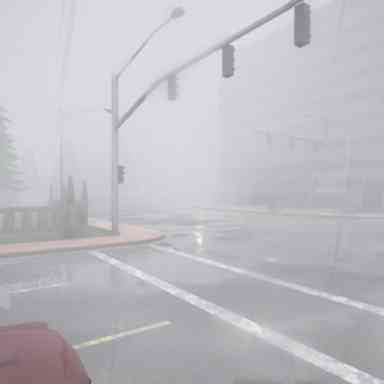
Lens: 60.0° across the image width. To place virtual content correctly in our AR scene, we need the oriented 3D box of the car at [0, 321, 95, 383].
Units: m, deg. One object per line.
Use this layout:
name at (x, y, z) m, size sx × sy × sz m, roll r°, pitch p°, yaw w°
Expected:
car at (-2.884, 1.603, 1.722) m, size 4.718 × 1.301 × 1.895 m, roll 0°, pitch 0°, yaw -35°
